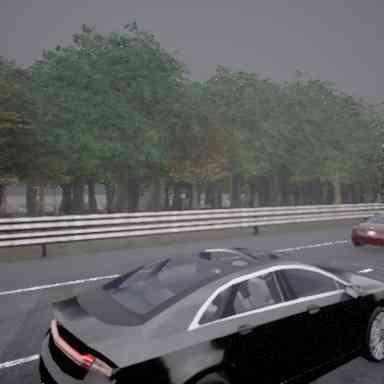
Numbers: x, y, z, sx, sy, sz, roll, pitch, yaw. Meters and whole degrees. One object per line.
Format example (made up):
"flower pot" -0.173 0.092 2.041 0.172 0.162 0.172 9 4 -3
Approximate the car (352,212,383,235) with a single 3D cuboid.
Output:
"car" 8.452 1.521 13.654 4.181 1.385 1.994 0 0 -33

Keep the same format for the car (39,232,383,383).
"car" 0.751 1.480 4.218 4.902 1.511 2.128 0 0 -35
